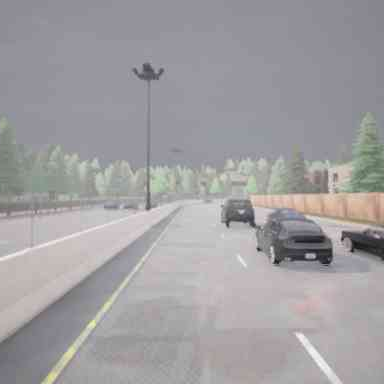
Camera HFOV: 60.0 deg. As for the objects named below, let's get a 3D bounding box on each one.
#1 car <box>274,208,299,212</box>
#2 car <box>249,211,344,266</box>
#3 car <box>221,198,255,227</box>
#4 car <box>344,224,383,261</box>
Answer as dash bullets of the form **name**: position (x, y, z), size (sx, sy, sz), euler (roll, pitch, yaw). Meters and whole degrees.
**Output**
- **car**: position (7.022, 1.902, 25.145), size (2.033, 1.411, 5.357), euler (0, -1, 0)
- **car**: position (3.543, 1.680, 12.307), size (1.837, 1.490, 4.892), euler (0, 0, 1)
- **car**: position (3.530, 1.591, 26.150), size (2.150, 2.045, 5.566), euler (0, -1, 0)
- **car**: position (7.037, 1.766, 11.670), size (1.895, 1.301, 4.718), euler (0, -1, 1)
